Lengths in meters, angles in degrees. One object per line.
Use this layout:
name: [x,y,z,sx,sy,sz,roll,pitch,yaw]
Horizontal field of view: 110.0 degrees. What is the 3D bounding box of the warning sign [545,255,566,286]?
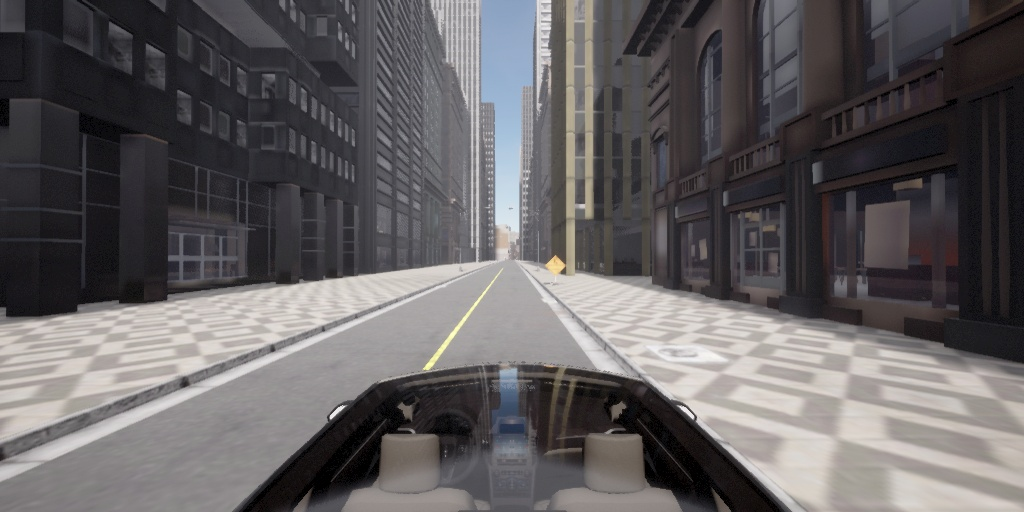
warning sign: [2.717,0.878,22.330,1.300,1.860,1.060,0,0,0]
